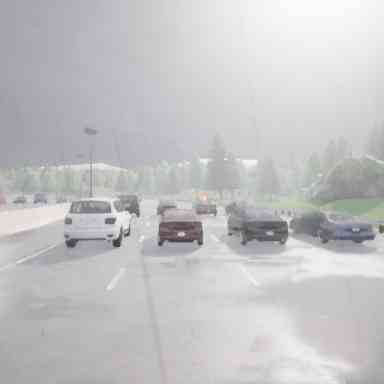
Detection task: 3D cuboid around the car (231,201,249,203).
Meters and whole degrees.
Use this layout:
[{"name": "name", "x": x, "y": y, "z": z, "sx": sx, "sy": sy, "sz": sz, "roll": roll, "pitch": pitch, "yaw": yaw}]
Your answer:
[{"name": "car", "x": 4.556, "y": 1.563, "z": 31.950, "sx": 2.033, "sy": 1.411, "sz": 5.357, "roll": 0, "pitch": 0, "yaw": -9}]

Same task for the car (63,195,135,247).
[{"name": "car", "x": -4.086, "y": 1.258, "z": 15.106, "sx": 2.150, "sy": 2.045, "sz": 5.566, "roll": 0, "pitch": 0, "yaw": -4}]

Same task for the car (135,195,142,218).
[{"name": "car", "x": -5.829, "y": 1.258, "z": 30.400, "sx": 2.150, "sy": 2.045, "sz": 5.566, "roll": 0, "pitch": 0, "yaw": -9}]

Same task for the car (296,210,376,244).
[{"name": "car", "x": 6.386, "y": 1.563, "z": 15.870, "sx": 2.033, "sy": 1.411, "sz": 5.357, "roll": 0, "pitch": 0, "yaw": -4}]

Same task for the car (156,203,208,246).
[{"name": "car", "x": -0.594, "y": 1.485, "z": 15.341, "sx": 1.882, "sy": 1.535, "sz": 5.008, "roll": 0, "pitch": 0, "yaw": -4}]

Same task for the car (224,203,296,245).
[{"name": "car", "x": 2.896, "y": 1.485, "z": 15.605, "sx": 1.882, "sy": 1.535, "sz": 5.008, "roll": 0, "pitch": 0, "yaw": -4}]

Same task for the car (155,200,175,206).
[{"name": "car", "x": -2.365, "y": 1.516, "z": 30.897, "sx": 1.837, "sy": 1.490, "sz": 4.892, "roll": 0, "pitch": 0, "yaw": -9}]

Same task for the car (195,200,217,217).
[{"name": "car", "x": 1.096, "y": 1.495, "z": 31.423, "sx": 2.128, "sy": 1.511, "sz": 4.902, "roll": 0, "pitch": 0, "yaw": -9}]
